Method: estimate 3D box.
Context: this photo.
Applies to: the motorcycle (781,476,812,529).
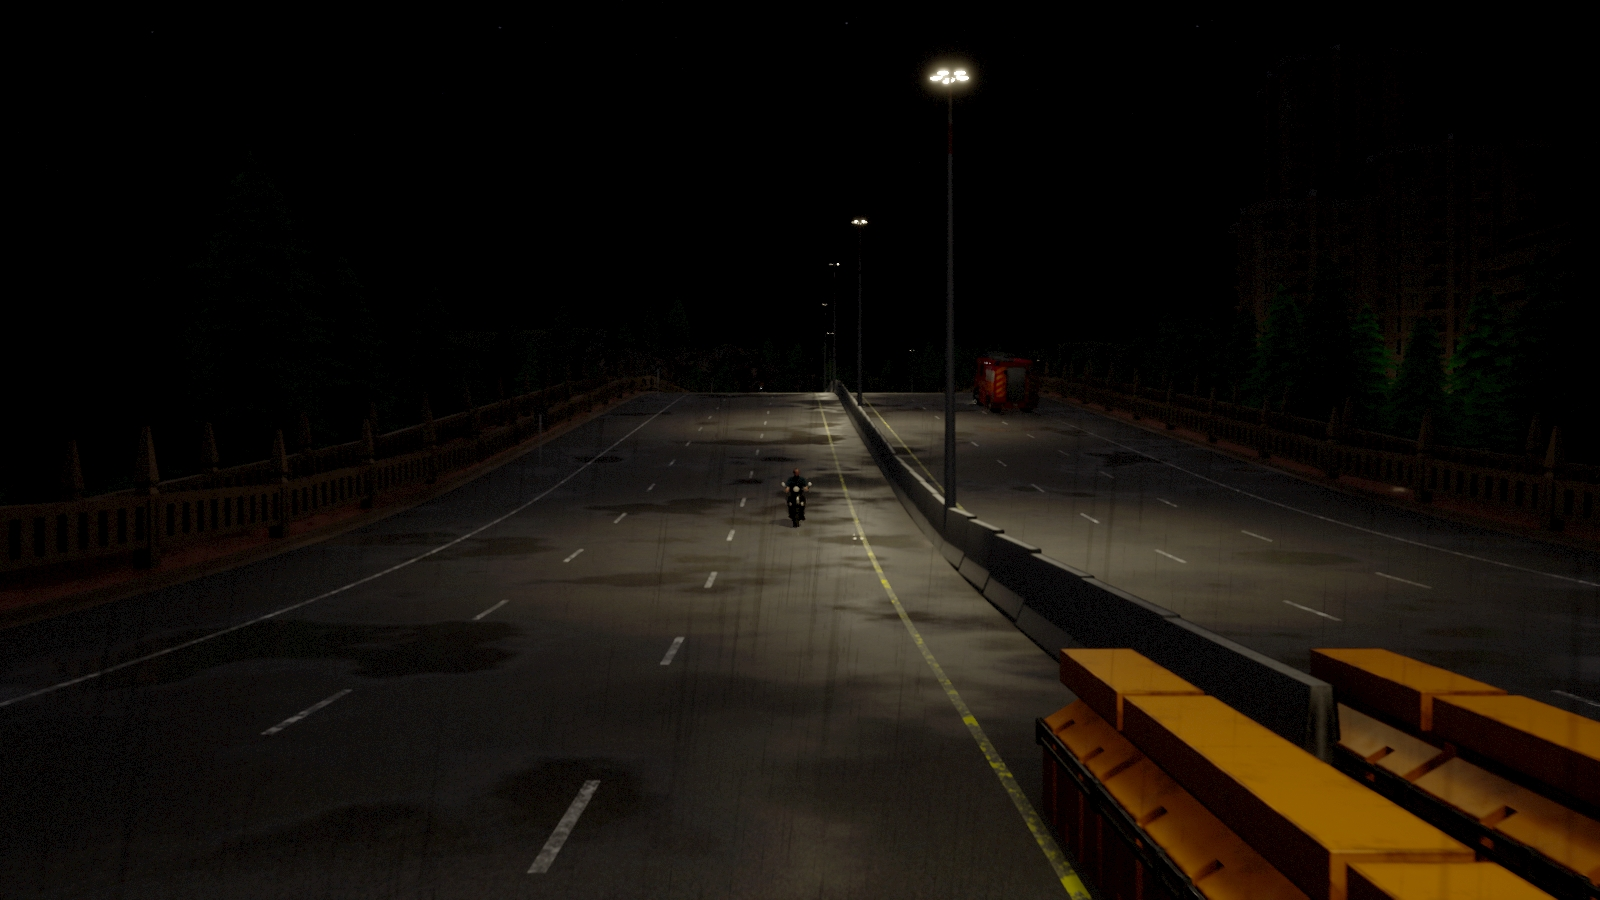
[{"bbox_3d":[-0.098,1.476,32.571,0.856,1.316,1.805,0,4,0],"label":"motorcycle"}]
